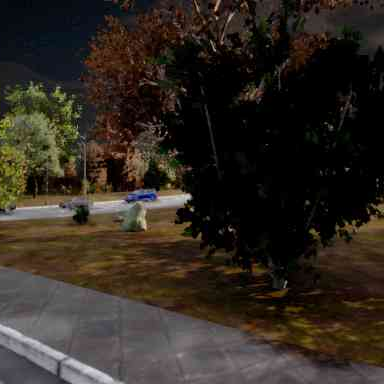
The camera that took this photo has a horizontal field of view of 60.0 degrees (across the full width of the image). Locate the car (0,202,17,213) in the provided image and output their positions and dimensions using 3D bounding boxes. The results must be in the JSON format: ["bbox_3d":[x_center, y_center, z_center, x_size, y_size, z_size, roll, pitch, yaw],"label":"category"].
[{"bbox_3d":[-21.024,1.534,34.692,2.128,1.511,4.902,0,1,39],"label":"car"}]

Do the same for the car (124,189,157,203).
[{"bbox_3d":[-7.788,0.604,50.971,2.150,2.045,5.566,0,3,40],"label":"car"}]

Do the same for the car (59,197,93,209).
[{"bbox_3d":[-14.757,1.385,42.416,1.994,1.385,4.181,0,2,38],"label":"car"}]
